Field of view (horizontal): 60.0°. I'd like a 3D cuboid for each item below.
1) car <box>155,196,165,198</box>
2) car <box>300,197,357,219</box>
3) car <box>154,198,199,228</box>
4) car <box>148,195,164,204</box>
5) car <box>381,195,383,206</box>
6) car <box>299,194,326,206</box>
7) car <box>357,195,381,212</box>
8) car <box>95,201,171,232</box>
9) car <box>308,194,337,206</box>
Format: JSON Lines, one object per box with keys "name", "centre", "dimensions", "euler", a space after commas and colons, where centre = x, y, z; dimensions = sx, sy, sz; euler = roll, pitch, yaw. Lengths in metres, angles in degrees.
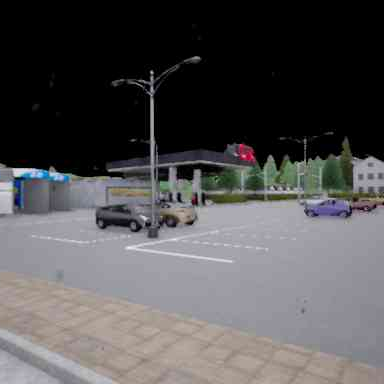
{"name": "car", "centre": [-6.568, 1.911, 72.794], "dimensions": [2.242, 1.667, 4.611], "euler": [-1, 0, 36]}
{"name": "car", "centre": [11.191, 1.380, 27.345], "dimensions": [3.633, 1.501, 1.845], "euler": [-1, 0, 36]}
{"name": "car", "centre": [-1.986, 1.461, 22.287], "dimensions": [5.027, 1.636, 2.152], "euler": [-1, 0, 36]}
{"name": "car", "centre": [-8.592, 1.795, 79.634], "dimensions": [1.905, 1.878, 3.866], "euler": [-1, 0, 36]}
{"name": "car", "centre": [25.015, 1.148, 45.049], "dimensions": [4.605, 1.855, 1.932], "euler": [-1, 0, 36]}
{"name": "car", "centre": [18.141, 1.489, 50.008], "dimensions": [3.806, 1.475, 1.970], "euler": [-1, 0, 36]}
{"name": "car", "centre": [17.108, 1.357, 35.397], "dimensions": [4.514, 1.523, 2.007], "euler": [-1, 0, 36]}
{"name": "car", "centre": [-3.790, 1.470, 19.720], "dimensions": [4.514, 1.523, 2.007], "euler": [-1, 0, 36]}
{"name": "car", "centre": [20.590, 1.199, 52.337], "dimensions": [3.866, 1.878, 1.905], "euler": [-1, 0, 36]}
